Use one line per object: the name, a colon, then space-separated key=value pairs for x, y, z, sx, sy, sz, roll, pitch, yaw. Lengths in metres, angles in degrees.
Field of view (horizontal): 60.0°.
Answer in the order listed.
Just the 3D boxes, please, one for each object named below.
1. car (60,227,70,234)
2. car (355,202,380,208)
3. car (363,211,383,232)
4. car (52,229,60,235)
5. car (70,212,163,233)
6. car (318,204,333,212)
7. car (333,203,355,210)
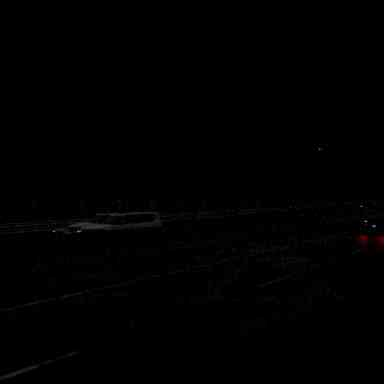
car: x=-6.100 y=2.501 z=23.902 sx=2.150 sy=2.045 sz=5.566 roll=-4 pitch=-3 yaw=44
car: x=28.930 y=2.367 z=54.019 sx=4.553 sy=1.767 sz=2.097 roll=0 pitch=-3 yaw=-44
car: x=13.934 y=2.113 z=24.177 sx=1.812 sy=1.442 sz=4.674 roll=-4 pitch=-3 yaw=44
car: x=-8.504 y=3.064 z=26.416 sx=1.895 sy=1.301 sz=4.718 roll=-4 pitch=-3 yaw=44
car: x=-4.265 y=2.310 z=20.764 sx=2.150 sy=2.045 sz=5.566 roll=-4 pitch=-3 yaw=44
car: x=24.013 y=2.882 z=58.979 sx=4.902 sy=1.511 sz=2.128 roll=0 pitch=-3 yaw=-44
car: x=26.471 y=2.699 z=56.493 sx=4.902 sy=1.511 sz=2.128 roll=0 pitch=-3 yaw=-44
